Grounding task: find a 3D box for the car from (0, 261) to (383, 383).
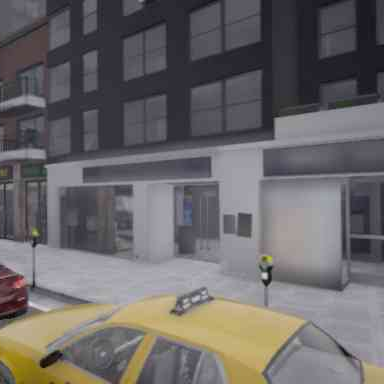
[{"bbox_3d":[-0.208,1.543,2.998,4.829,1.417,1.752,-1,-1,36],"label":"car"}]
